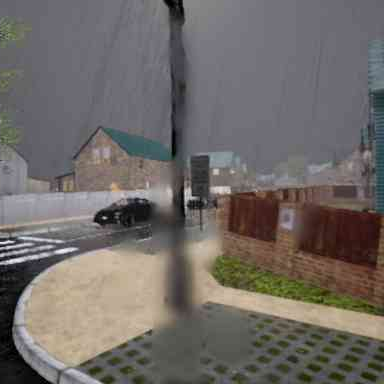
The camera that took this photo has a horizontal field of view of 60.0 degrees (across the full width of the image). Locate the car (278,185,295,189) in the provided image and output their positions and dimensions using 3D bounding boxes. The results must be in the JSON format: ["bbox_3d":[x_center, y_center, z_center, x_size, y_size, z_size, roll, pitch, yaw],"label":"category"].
[{"bbox_3d":[12.023,0.113,43.383,1.837,1.490,4.892,-1,1,22],"label":"car"}]

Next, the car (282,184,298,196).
[{"bbox_3d":[15.608,-0.289,52.881,2.097,1.767,4.553,-1,1,19],"label":"car"}]

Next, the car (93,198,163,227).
[{"bbox_3d":[-3.386,1.042,18.258,1.994,1.385,4.181,-1,1,29],"label":"car"}]

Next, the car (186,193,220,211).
[{"bbox_3d":[1.319,0.783,26.965,1.895,1.301,4.718,-1,1,27],"label":"car"}]

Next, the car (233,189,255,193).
[{"bbox_3d":[5.714,0.384,36.079,2.128,1.511,4.902,-1,1,24],"label":"car"}]
